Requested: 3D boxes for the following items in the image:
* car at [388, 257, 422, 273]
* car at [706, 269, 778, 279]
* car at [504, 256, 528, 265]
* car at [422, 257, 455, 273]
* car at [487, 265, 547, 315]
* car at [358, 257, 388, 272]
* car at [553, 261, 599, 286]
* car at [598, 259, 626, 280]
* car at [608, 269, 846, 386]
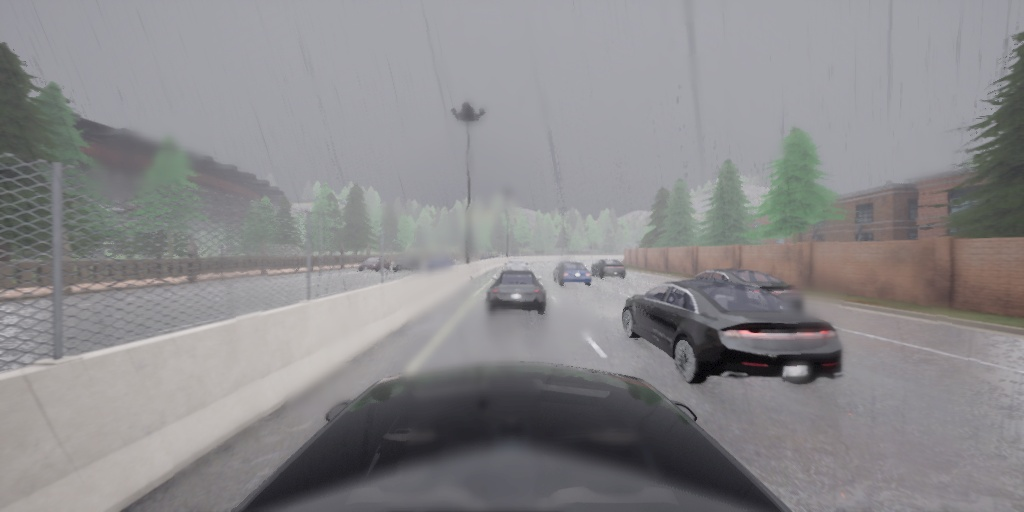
[{"bbox_3d":[-10.182,0.824,35.409,1.837,1.490,4.892,0,1,2],"label":"car"},{"bbox_3d":[7.173,1.165,11.958,2.128,1.511,4.902,0,1,1],"label":"car"},{"bbox_3d":[0.350,0.976,28.826,1.812,1.442,4.674,0,1,1],"label":"car"},{"bbox_3d":[-6.724,0.830,34.214,1.882,1.535,5.008,0,1,1],"label":"car"},{"bbox_3d":[0.187,1.189,13.044,1.994,1.385,4.181,0,1,1],"label":"car"},{"bbox_3d":[-13.679,0.821,35.981,1.812,1.442,4.674,0,1,2],"label":"car"},{"bbox_3d":[3.772,1.082,22.915,2.033,1.411,5.357,0,1,1],"label":"car"},{"bbox_3d":[7.343,0.992,27.746,2.128,1.511,4.902,0,1,1],"label":"car"},{"bbox_3d":[3.593,1.204,6.914,2.128,1.511,4.902,0,1,1],"label":"car"}]
